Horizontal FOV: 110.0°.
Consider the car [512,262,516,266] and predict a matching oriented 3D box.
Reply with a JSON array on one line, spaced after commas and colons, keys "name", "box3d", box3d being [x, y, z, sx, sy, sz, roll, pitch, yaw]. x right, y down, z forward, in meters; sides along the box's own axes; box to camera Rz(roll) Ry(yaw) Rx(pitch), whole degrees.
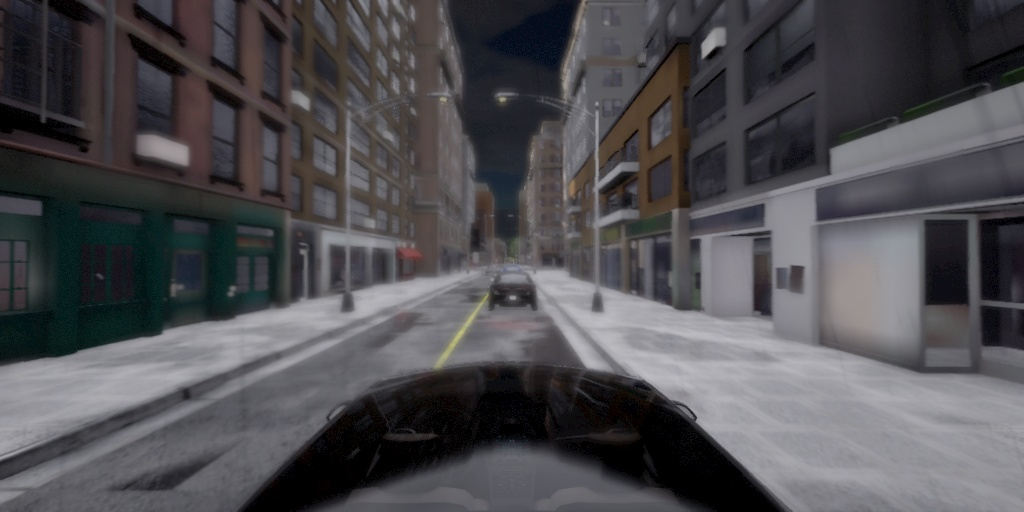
[{"name": "car", "box3d": [0.052, 1.543, 30.422, 1.882, 1.535, 5.008, 0, 0, 1]}]

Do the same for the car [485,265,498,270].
[{"name": "car", "box3d": [-2.802, 1.924, 51.624, 1.895, 1.301, 4.718, 0, -1, 1]}]

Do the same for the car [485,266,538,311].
[{"name": "car", "box3d": [0.053, 1.374, 15.409, 1.882, 1.535, 5.008, 0, 0, 0]}]
